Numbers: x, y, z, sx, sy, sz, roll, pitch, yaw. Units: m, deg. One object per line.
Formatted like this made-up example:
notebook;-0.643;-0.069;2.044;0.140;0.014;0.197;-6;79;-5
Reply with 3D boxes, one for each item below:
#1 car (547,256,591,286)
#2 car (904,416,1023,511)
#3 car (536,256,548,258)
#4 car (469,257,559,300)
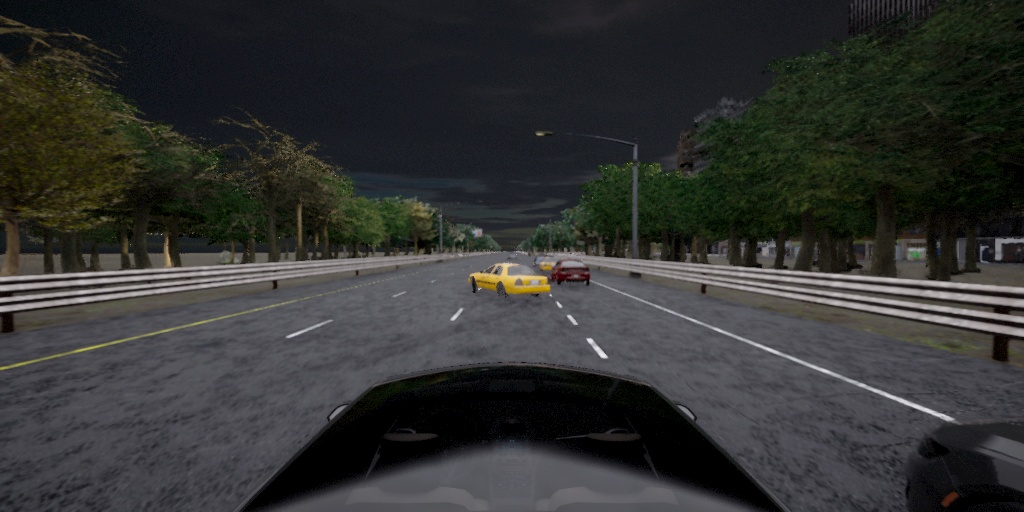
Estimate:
car;3.537;0.925;22.264;1.882;1.535;5.008;0;1;0
car;3.499;1.275;0.291;1.837;1.490;4.892;0;1;0
car;3.565;0.738;33.453;1.801;1.575;5.366;0;1;0
car;-0.322;0.990;16.401;1.801;1.575;5.366;0;1;-29
